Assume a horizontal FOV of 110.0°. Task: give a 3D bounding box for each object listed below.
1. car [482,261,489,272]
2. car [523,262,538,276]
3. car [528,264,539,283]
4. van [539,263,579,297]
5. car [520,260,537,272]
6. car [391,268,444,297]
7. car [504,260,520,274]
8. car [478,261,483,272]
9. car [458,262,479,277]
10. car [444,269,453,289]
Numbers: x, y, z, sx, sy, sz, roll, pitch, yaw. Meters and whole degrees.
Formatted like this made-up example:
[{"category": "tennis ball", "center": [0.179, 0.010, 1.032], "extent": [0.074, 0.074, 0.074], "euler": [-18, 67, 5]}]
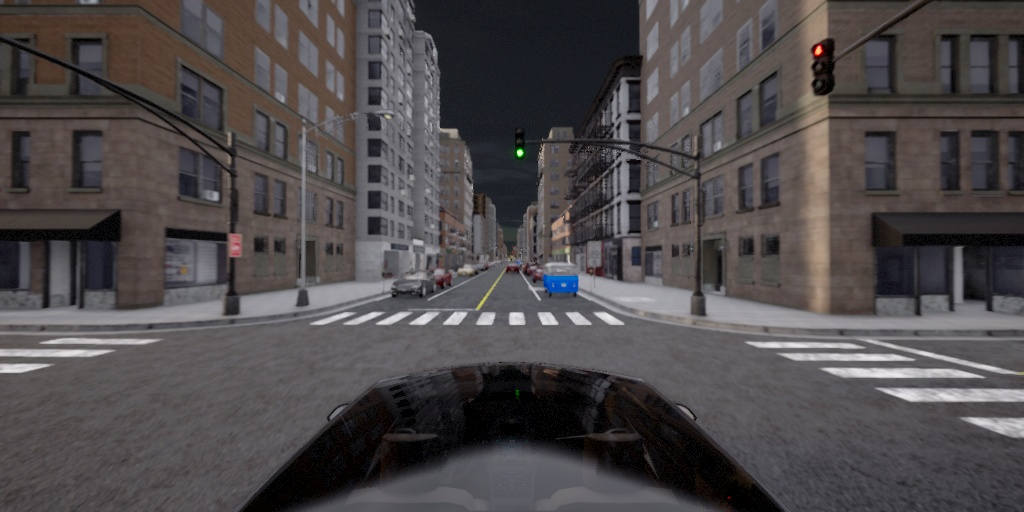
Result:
[{"category": "car", "center": [-5.394, 1.896, 59.834], "extent": [1.948, 1.339, 4.313], "euler": [0, 0, 0]}, {"category": "car", "center": [2.633, 1.747, 42.797], "extent": [1.802, 1.307, 4.207], "euler": [0, 0, 0]}, {"category": "car", "center": [2.634, 1.634, 31.434], "extent": [1.802, 1.307, 4.207], "euler": [0, 0, 0]}, {"category": "van", "center": [2.636, 1.277, 20.072], "extent": [1.690, 1.789, 3.998], "euler": [0, 0, 0]}, {"category": "car", "center": [2.632, 1.534, 48.478], "extent": [2.192, 1.841, 5.009], "euler": [0, 0, 0]}, {"category": "car", "center": [-5.389, 1.488, 20.062], "extent": [2.007, 1.370, 4.403], "euler": [0, 0, 0]}, {"category": "car", "center": [0.096, 1.734, 52.244], "extent": [1.882, 1.535, 5.008], "euler": [0, -1, 0]}, {"category": "car", "center": [-5.393, 1.787, 48.471], "extent": [1.948, 1.339, 4.313], "euler": [0, 0, 0]}, {"category": "car", "center": [-5.392, 1.692, 42.619], "extent": [1.751, 1.417, 4.829], "euler": [0, 0, 0]}, {"category": "car", "center": [-5.390, 1.541, 25.744], "extent": [1.888, 1.381, 4.507], "euler": [0, 0, 0]}]
